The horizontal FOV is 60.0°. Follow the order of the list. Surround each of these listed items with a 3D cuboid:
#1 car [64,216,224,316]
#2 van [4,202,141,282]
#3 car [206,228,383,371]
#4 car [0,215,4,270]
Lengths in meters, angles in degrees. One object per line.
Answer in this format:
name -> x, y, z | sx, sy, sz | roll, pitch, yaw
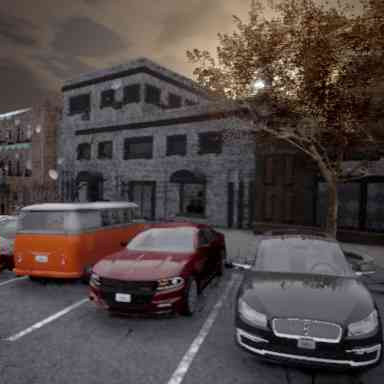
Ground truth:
car -> -0.446, 1.479, 7.783 | 2.097, 1.535, 5.008 | 0, -1, 15
van -> -2.808, 1.282, 9.594 | 1.878, 1.987, 4.442 | -1, -1, 15
car -> 1.936, 1.473, 6.082 | 2.231, 1.521, 4.892 | 0, -1, 16
car -> -5.233, 1.581, 11.145 | 2.163, 1.488, 4.792 | -1, -1, 15
